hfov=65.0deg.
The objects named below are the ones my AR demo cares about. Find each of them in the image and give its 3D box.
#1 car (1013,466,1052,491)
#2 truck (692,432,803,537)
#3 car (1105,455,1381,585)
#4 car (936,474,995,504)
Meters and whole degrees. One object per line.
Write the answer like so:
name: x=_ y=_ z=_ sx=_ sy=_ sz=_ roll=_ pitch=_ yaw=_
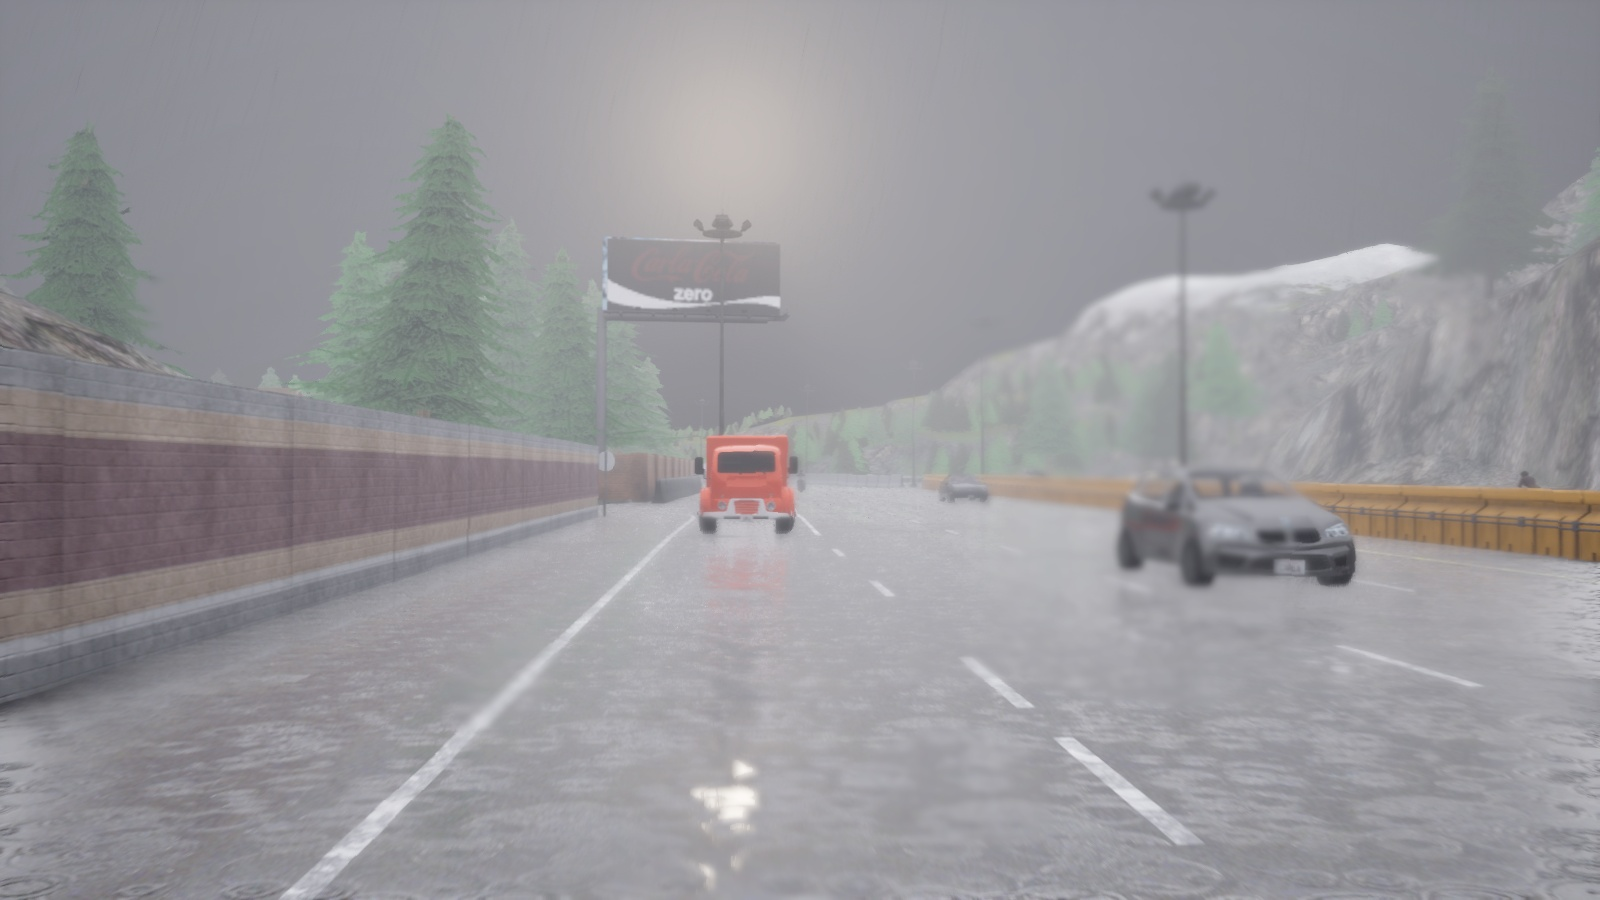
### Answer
car: x=17.535 y=2.160 z=94.890 sx=1.932 sy=1.855 sz=4.605 roll=0 pitch=-1 yaw=-2
truck: x=-1.337 y=0.888 z=32.346 sx=2.627 sy=2.467 sz=5.204 roll=0 pitch=-1 yaw=-2
car: x=6.284 y=0.946 z=18.513 sx=2.242 sy=1.667 sz=4.611 roll=0 pitch=-1 yaw=-3
car: x=8.139 y=1.878 z=62.074 sx=2.033 sy=1.411 sz=5.357 roll=0 pitch=-1 yaw=-2
